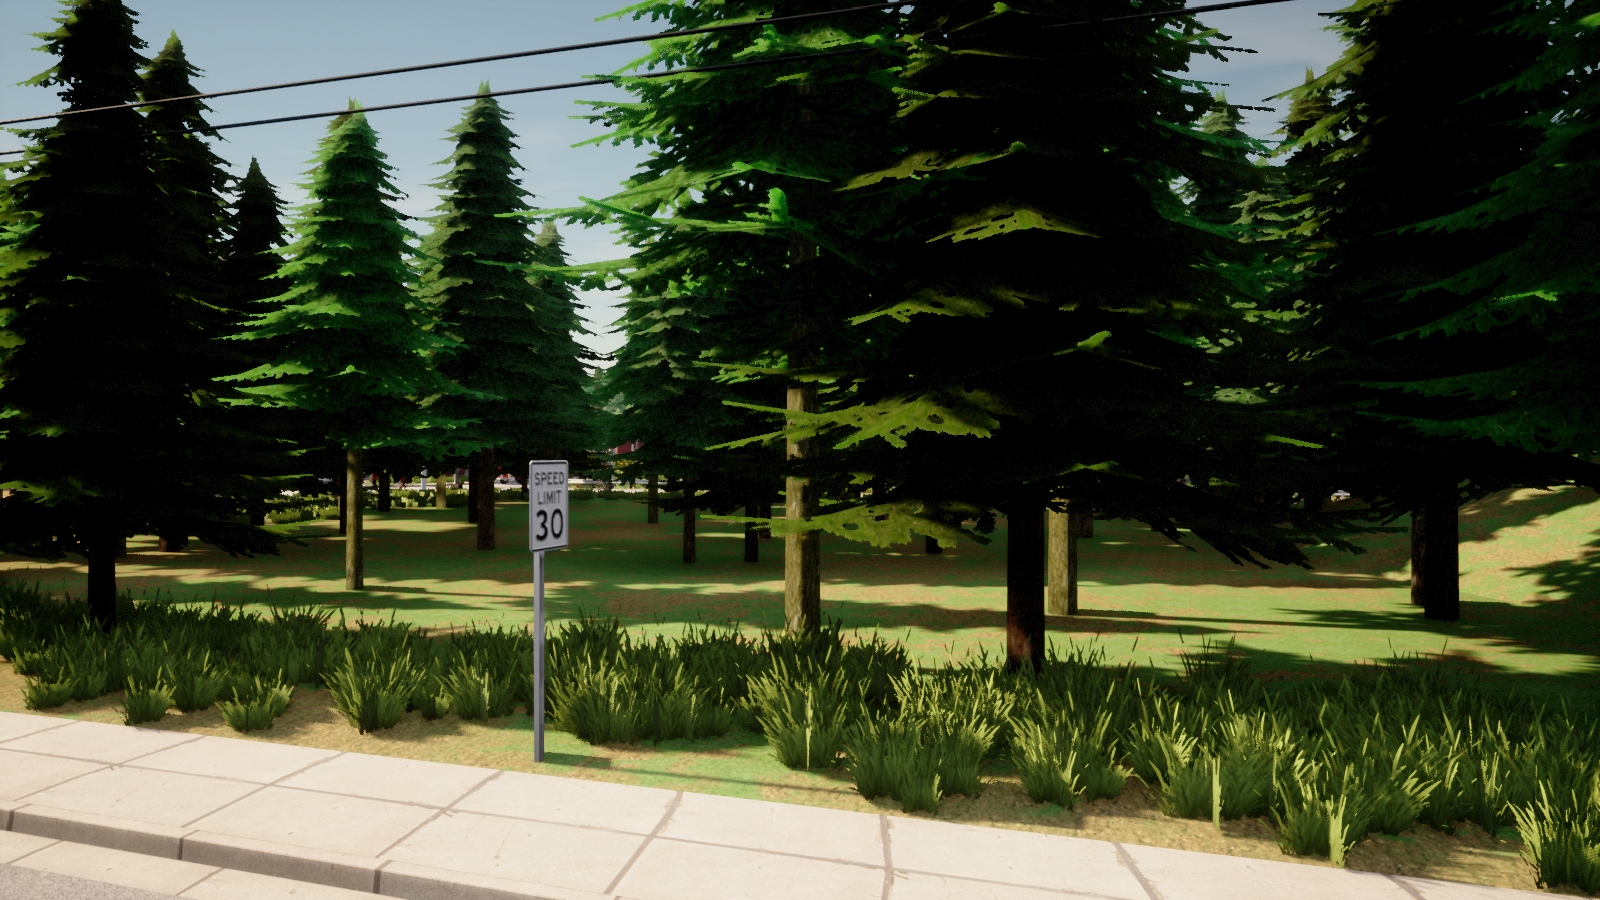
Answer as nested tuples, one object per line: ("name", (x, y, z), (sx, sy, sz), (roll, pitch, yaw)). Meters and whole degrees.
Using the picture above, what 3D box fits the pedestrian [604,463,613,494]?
("pedestrian", (-11.284, 1.671, 67.333), (0.375, 1.860, 0.375), (0, 0, 24))
